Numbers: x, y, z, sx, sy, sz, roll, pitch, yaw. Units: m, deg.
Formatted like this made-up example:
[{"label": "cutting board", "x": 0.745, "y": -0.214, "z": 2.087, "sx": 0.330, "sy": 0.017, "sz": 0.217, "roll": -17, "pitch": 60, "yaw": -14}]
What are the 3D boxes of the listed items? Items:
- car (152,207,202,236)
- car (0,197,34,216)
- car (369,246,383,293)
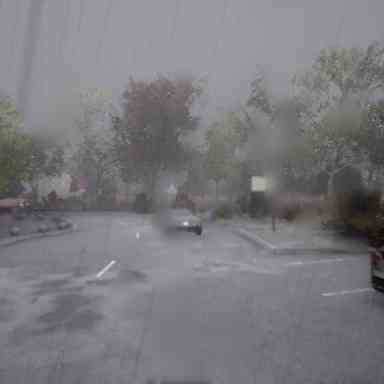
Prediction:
[{"label": "car", "x": -0.899, "y": 1.544, "z": 18.521, "sx": 1.994, "sy": 1.385, "sz": 4.181, "roll": 0, "pitch": 0, "yaw": -17}, {"label": "car", "x": -17.978, "y": 1.319, "z": 32.298, "sx": 4.553, "sy": 1.767, "sz": 2.097, "roll": 0, "pitch": 0, "yaw": 5}, {"label": "car", "x": 5.962, "y": 1.509, "z": 6.853, "sx": 4.792, "sy": 1.488, "sz": 2.163, "roll": 1, "pitch": 0, "yaw": -20}]
